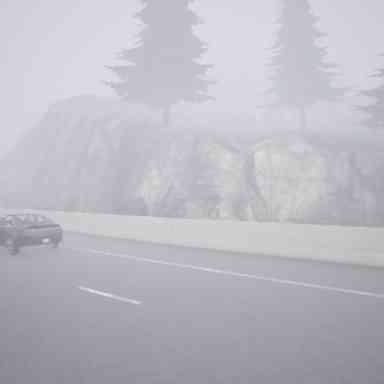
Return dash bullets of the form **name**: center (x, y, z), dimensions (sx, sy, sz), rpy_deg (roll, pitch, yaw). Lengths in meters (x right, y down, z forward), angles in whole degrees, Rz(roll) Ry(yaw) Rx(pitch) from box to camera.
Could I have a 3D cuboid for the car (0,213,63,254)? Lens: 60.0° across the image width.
- **car**: center (-7.494, 1.677, 14.354), dimensions (4.902, 1.511, 2.128), rpy_deg (-1, -1, 39)
